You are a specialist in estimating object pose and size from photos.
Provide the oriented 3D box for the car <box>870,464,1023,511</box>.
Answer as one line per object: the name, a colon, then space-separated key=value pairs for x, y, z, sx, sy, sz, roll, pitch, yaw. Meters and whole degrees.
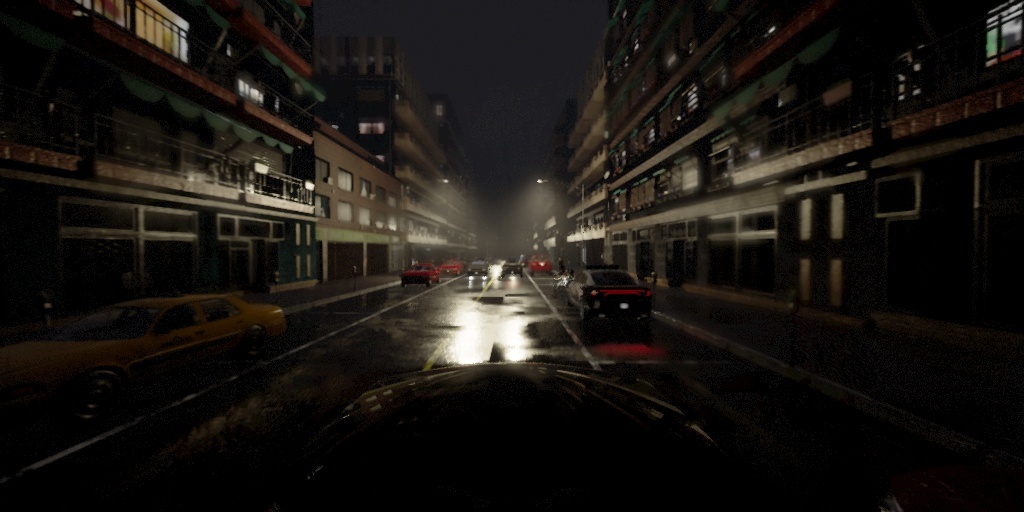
car: x=2.689 y=1.342 z=0.142 sx=1.802 sy=1.307 sz=4.207 roll=0 pitch=0 yaw=0

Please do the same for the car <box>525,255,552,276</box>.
car: x=2.684 y=0.863 z=34.248 sx=2.192 sy=1.841 sz=5.009 roll=0 pitch=0 yaw=0

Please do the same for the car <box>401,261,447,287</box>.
car: x=-5.695 y=1.160 z=22.881 sx=1.888 sy=1.381 sz=4.507 roll=0 pitch=0 yaw=0

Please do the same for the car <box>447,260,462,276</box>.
car: x=-5.696 y=1.093 z=34.251 sx=1.888 sy=1.381 sz=4.507 roll=0 pitch=0 yaw=0

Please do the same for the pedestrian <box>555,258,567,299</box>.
pedestrian: x=2.126 y=0.957 z=15.163 sx=0.375 sy=1.860 sz=0.375 roll=-1 pitch=1 yaw=0

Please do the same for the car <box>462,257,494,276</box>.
car: x=-3.098 y=1.096 z=34.022 sx=2.033 sy=1.411 sz=5.357 roll=0 pitch=0 yaw=0

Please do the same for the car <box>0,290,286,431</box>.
car: x=-5.693 y=1.248 z=5.658 sx=1.751 sy=1.417 sz=4.829 roll=0 pitch=0 yaw=0

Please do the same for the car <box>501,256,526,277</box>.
car: x=0.053 y=1.067 z=32.147 sx=1.837 sy=1.490 sz=4.892 roll=0 pitch=1 yaw=0

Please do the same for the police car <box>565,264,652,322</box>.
police car: x=2.998 y=1.108 z=12.167 sx=1.930 sy=1.638 sz=5.238 roll=0 pitch=0 yaw=0

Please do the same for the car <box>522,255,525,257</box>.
car: x=2.683 y=0.766 z=51.302 sx=2.192 sy=1.841 sz=5.009 roll=0 pitch=0 yaw=0
